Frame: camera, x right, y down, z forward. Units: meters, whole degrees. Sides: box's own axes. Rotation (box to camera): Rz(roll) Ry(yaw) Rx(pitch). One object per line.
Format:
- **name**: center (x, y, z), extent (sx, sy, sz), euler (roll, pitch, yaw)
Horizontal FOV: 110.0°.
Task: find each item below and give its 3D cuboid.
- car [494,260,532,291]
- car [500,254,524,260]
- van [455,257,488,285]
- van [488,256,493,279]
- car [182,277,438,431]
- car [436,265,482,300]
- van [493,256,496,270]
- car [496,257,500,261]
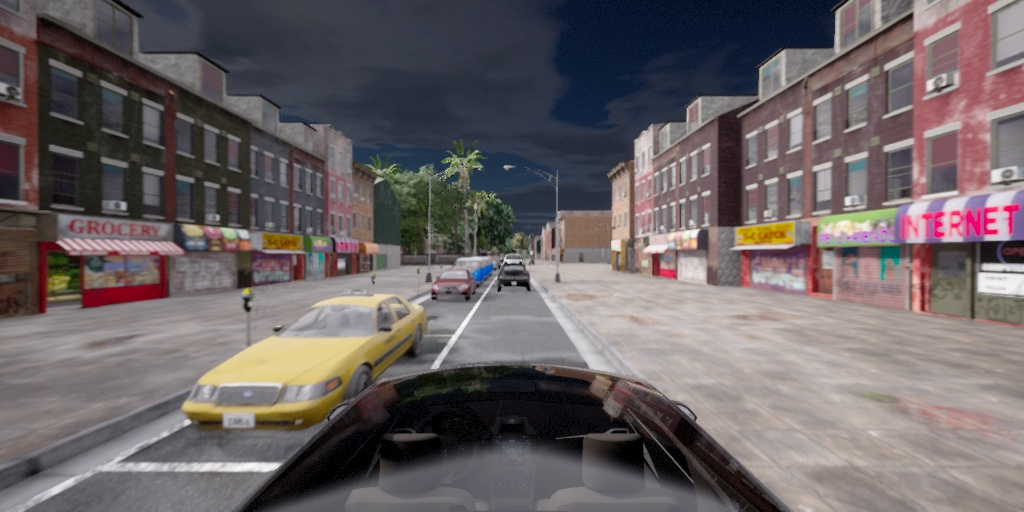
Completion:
- **car**: center (0.108, 1.170, 21.262), extent (1.837, 1.490, 4.892), euler (0, 0, 0)
- **car**: center (0.113, 0.813, 40.061), extent (2.150, 2.045, 5.566), euler (0, 0, 0)
- **van**: center (-2.630, 1.001, 22.433), extent (1.690, 1.789, 3.998), euler (0, 0, 0)
- **van**: center (-2.628, 0.980, 27.898), extent (1.690, 1.789, 3.998), euler (0, 0, 0)
- **car**: center (-2.636, 1.253, 5.873), extent (1.751, 1.417, 4.829), euler (0, 0, 0)
- **car**: center (-2.632, 1.263, 16.969), extent (1.802, 1.307, 4.207), euler (0, 0, 0)
- **van**: center (-2.626, 0.959, 33.362), extent (1.690, 1.789, 3.998), euler (0, 0, 0)
- **car**: center (-2.622, 1.127, 44.290), extent (2.007, 1.370, 4.403), euler (0, 0, 0)
